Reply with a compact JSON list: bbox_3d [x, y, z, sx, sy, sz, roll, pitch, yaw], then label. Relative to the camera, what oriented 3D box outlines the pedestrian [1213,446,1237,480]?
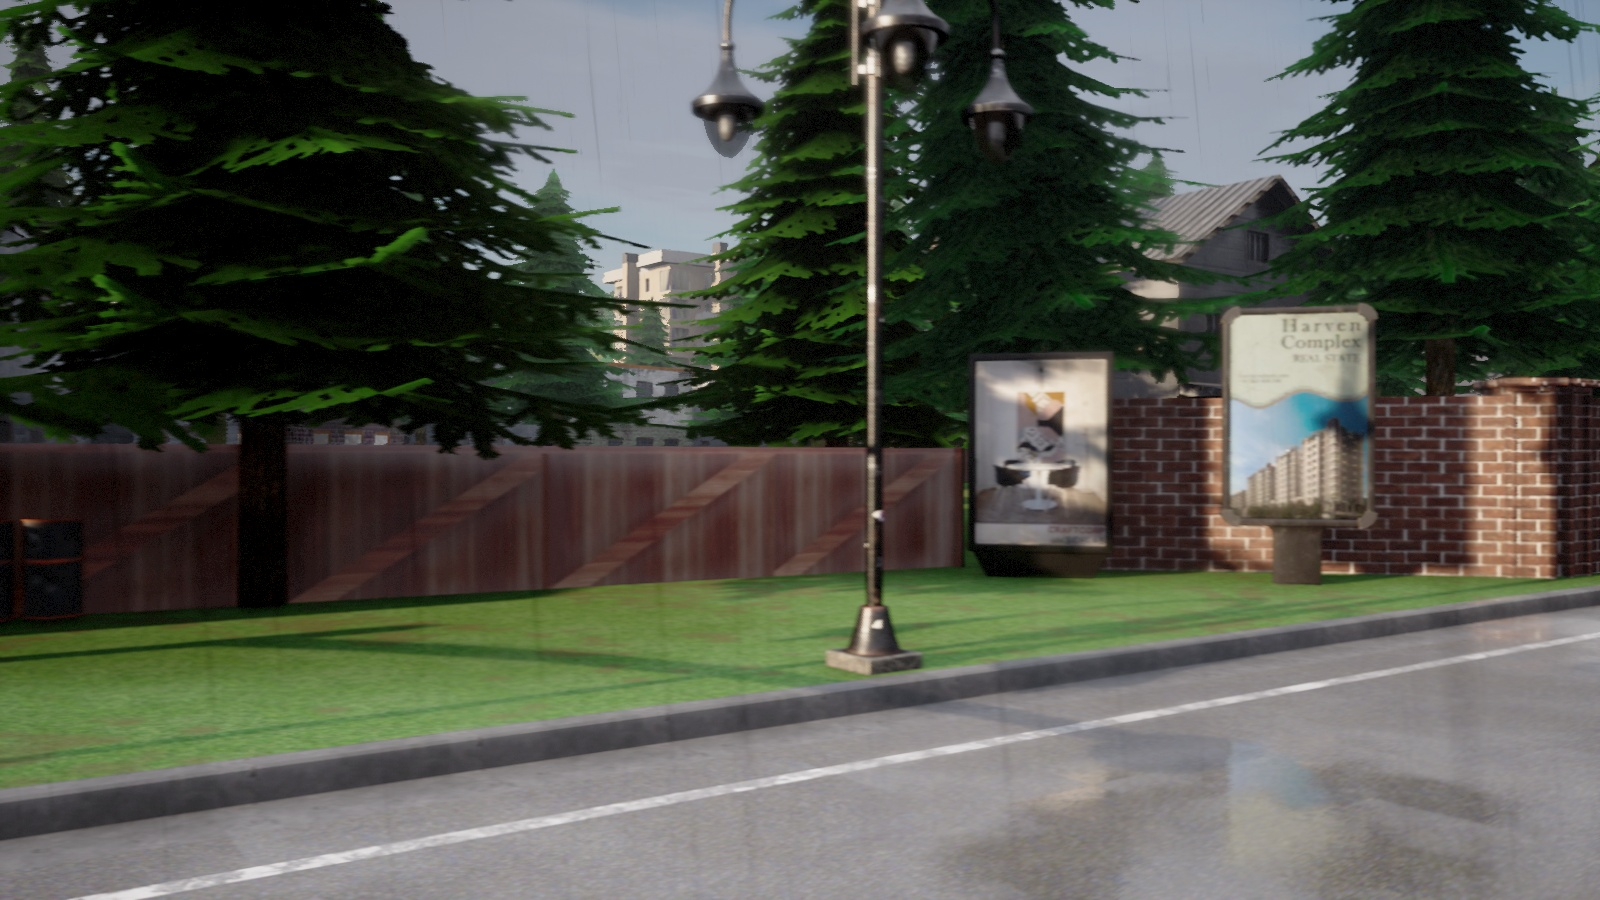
[{"bbox_3d":[23.088,0.701,68.159,0.874,1.855,0.900,0,0,-36],"label":"pedestrian"}]
